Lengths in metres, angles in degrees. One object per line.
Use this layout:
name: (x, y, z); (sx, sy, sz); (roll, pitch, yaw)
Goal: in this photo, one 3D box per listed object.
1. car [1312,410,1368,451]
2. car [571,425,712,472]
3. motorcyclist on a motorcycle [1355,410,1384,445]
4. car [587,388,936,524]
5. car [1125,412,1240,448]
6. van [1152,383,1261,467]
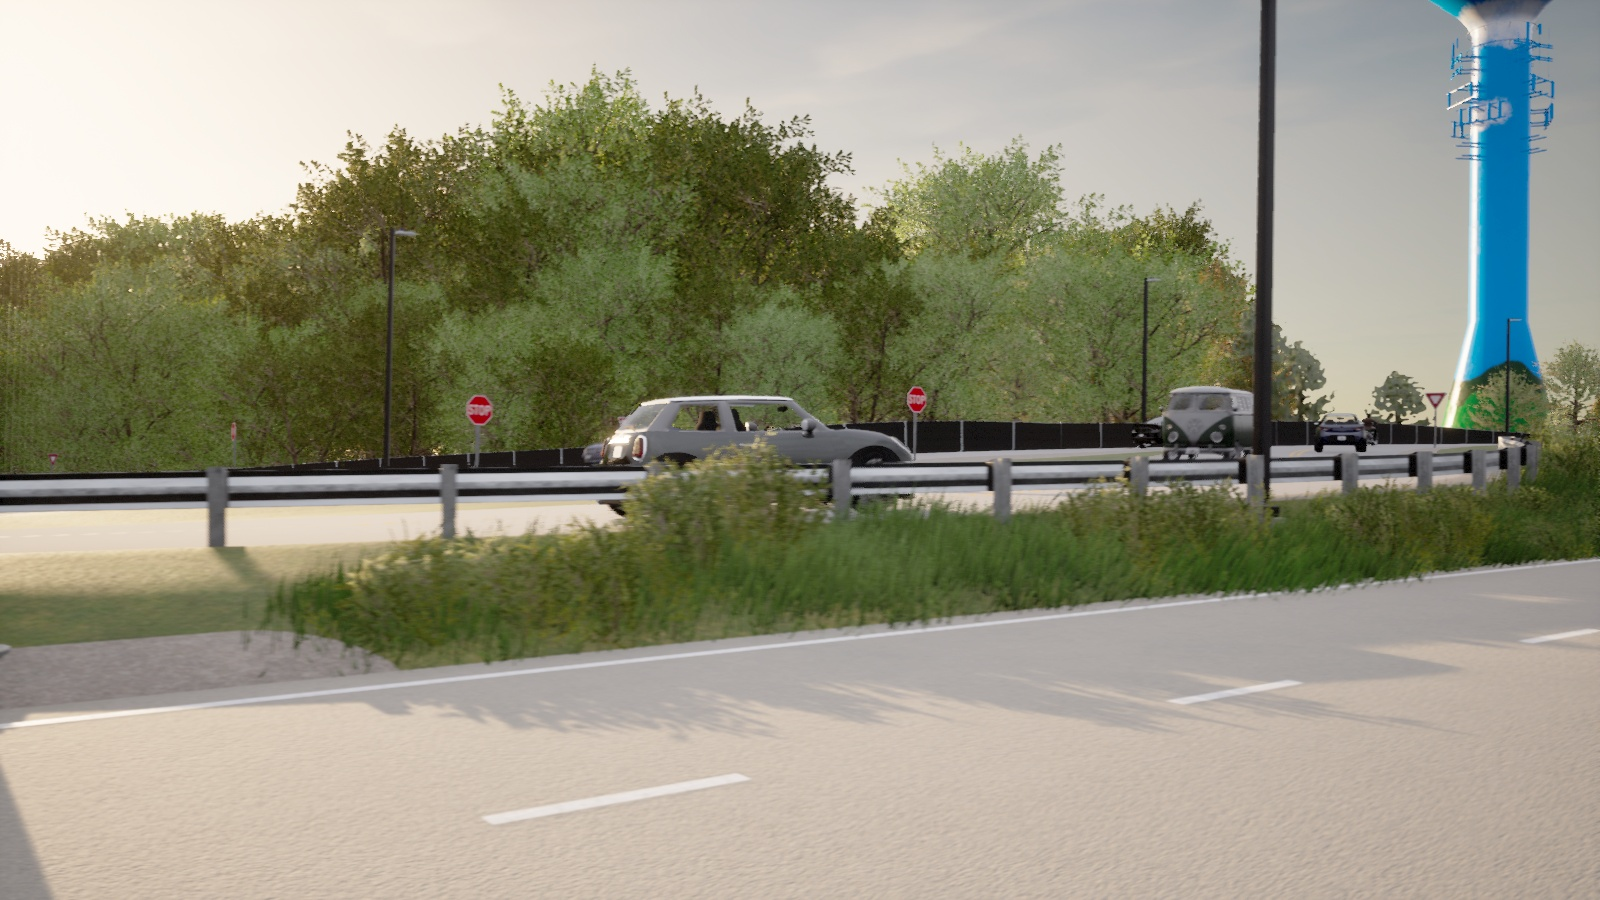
car: (20.543, -0.748, 47.903); (1.816, 1.474, 4.193); (0, 1, 21)
car: (-5.629, -0.081, 44.846); (4.674, 1.442, 1.812); (-3, 2, -39)
motorcyclist on a motorcycle: (27.780, -1.096, 61.235); (0.766, 1.649, 2.350); (0, 1, 38)
car: (-0.486, 0.033, 15.511); (3.806, 1.475, 1.970); (-2, 0, -25)
car: (16.979, -0.902, 55.683); (5.008, 1.535, 1.882); (-1, 1, -29)
van: (10.489, -0.655, 32.200); (1.775, 1.987, 4.442); (1, 2, 29)
